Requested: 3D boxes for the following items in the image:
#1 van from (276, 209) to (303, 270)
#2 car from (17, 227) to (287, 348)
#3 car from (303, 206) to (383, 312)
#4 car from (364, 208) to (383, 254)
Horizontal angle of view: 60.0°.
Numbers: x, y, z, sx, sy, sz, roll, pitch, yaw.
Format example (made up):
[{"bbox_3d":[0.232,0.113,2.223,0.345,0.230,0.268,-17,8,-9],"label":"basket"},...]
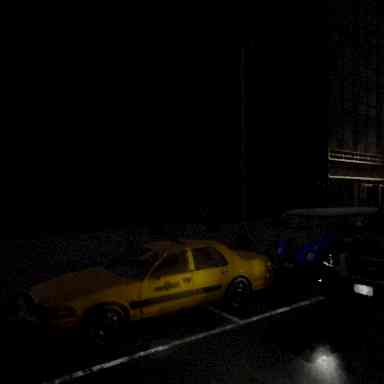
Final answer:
[{"bbox_3d":[4.157,1.342,9.634,3.998,1.788,1.690,0,0,-36],"label":"van"},{"bbox_3d":[-0.541,1.525,6.269,4.829,1.417,1.752,0,0,-36],"label":"car"},{"bbox_3d":[5.008,1.222,6.970,5.566,2.045,2.150,0,0,-36],"label":"car"},{"bbox_3d":[8.718,1.441,12.900,4.097,1.590,1.967,0,0,-36],"label":"car"}]
